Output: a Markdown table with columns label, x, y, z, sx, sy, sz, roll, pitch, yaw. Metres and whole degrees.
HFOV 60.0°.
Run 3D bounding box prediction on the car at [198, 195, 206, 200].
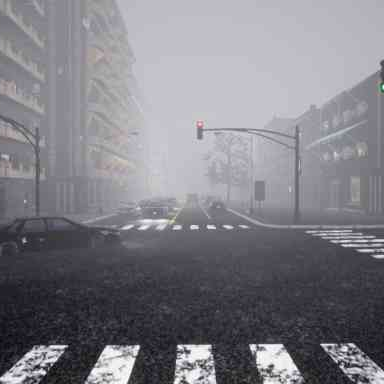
| label | x | y | z | sx | sy | sz | roll | pitch | yaw |
| --- | --- | --- | --- | --- | --- | --- | --- | --- | --- |
| car | 2.715 | 1.496 | 91.010 | 1.887 | 1.381 | 4.507 | 0 | 0 | 0 |

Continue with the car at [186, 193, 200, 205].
| label | x | y | z | sx | sy | sz | roll | pitch | yaw |
| --- | --- | --- | --- | --- | --- | --- | --- | --- | --- |
| car | 0.117 | 1.198 | 59.018 | 2.150 | 2.045 | 5.566 | 0 | 0 | 0 |

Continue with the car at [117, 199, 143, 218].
| label | x | y | z | sx | sy | sz | roll | pitch | yaw |
| --- | --- | --- | --- | --- | --- | --- | --- | --- | --- |
| car | -5.684 | 1.542 | 30.151 | 2.008 | 1.369 | 4.403 | 0 | 0 | 0 |

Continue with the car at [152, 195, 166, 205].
| label | x | y | z | sx | sy | sz | roll | pitch | yaw |
| --- | --- | --- | --- | --- | --- | --- | --- | --- | --- |
| car | -5.677 | 1.417 | 57.819 | 1.967 | 1.590 | 4.097 | 0 | 0 | 0 |

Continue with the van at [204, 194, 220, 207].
| label | x | y | z | sx | sy | sz | roll | pitch | yaw |
| --- | --- | --- | --- | --- | --- | --- | --- | --- | --- |
| van | 2.698 | 1.327 | 41.208 | 1.690 | 1.788 | 3.998 | 0 | 0 | 0 |

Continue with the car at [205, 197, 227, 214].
| label | x | y | z | sx | sy | sz | roll | pitch | yaw |
| --- | --- | --- | --- | --- | --- | --- | --- | --- | --- |
| car | 2.698 | 1.555 | 35.675 | 1.947 | 1.339 | 4.313 | 0 | 0 | 0 |

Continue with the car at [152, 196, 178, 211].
| label | x | y | z | sx | sy | sz | roll | pitch | yaw |
| --- | --- | --- | --- | --- | --- | --- | --- | --- | --- |
| car | -3.087 | 1.535 | 38.659 | 2.033 | 1.411 | 5.357 | 0 | 0 | 0 |

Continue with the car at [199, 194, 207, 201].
| label | x | y | z | sx | sy | sz | roll | pitch | yaw |
| --- | --- | --- | --- | --- | --- | --- | --- | --- | --- |
| car | 2.712 | 1.396 | 85.476 | 1.967 | 1.590 | 4.097 | 0 | 0 | 0 |

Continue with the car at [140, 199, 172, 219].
| label | x | y | z | sx | sy | sz | roll | pitch | yaw |
| --- | --- | --- | --- | --- | --- | --- | --- | --- | --- |
| car | -3.100 | 1.556 | 29.311 | 1.994 | 1.385 | 4.181 | 0 | 0 | -1 |

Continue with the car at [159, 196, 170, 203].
| label | x | y | z | sx | sy | sz | roll | pitch | yaw |
| --- | --- | --- | --- | --- | --- | --- | --- | --- | --- |
| car | -5.672 | 1.551 | 68.886 | 1.802 | 1.307 | 4.206 | 0 | 0 | 0 |

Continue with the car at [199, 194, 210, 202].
| label | x | y | z | sx | sy | sz | roll | pitch | yaw |
| --- | --- | --- | --- | --- | --- | --- | --- | --- | --- |
| car | 2.708 | 1.280 | 74.410 | 2.192 | 1.841 | 5.009 | 0 | 0 | 0 |

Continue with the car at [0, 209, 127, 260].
| label | x | y | z | sx | sy | sz | roll | pitch | yaw |
| --- | --- | --- | --- | --- | --- | --- | --- | --- | --- |
| car | -5.517 | 1.608 | 12.793 | 5.357 | 1.411 | 2.033 | -1 | 1 | -28 |

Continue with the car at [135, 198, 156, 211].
| label | x | y | z | sx | sy | sz | roll | pitch | yaw |
| --- | --- | --- | --- | --- | --- | --- | --- | --- | --- |
| car | -5.680 | 1.531 | 41.218 | 1.887 | 1.381 | 4.507 | 0 | 0 | 0 |

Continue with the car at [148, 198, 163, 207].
| label | x | y | z | sx | sy | sz | roll | pitch | yaw |
| --- | --- | --- | --- | --- | --- | --- | --- | --- | --- |
| car | -5.677 | 1.562 | 52.286 | 1.802 | 1.307 | 4.206 | 0 | 0 | 0 |

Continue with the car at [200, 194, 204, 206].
| label | x | y | z | sx | sy | sz | roll | pitch | yaw |
| --- | --- | --- | --- | --- | --- | --- | --- | --- | --- |
| car | 2.702 | 1.420 | 52.276 | 1.967 | 1.590 | 4.097 | 0 | 0 | 0 |
